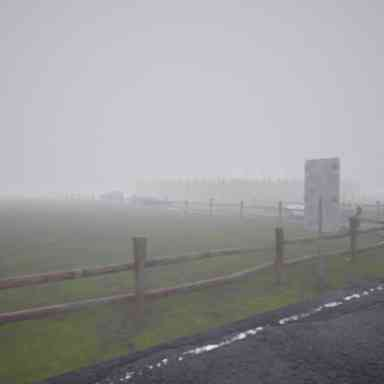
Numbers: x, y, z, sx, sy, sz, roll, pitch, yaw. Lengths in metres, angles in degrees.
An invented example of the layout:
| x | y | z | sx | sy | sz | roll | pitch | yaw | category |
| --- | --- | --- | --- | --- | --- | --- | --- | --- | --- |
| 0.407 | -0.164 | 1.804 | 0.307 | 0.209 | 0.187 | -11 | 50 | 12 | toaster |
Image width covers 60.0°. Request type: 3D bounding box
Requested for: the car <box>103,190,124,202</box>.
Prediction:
| x | y | z | sx | sy | sz | roll | pitch | yaw | category |
| --- | --- | --- | --- | --- | --- | --- | --- | --- | --- |
| -14.172 | 0.659 | 60.338 | 2.150 | 2.045 | 5.566 | 1 | 0 | -36 | car |

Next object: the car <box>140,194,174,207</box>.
| x | y | z | sx | sy | sz | roll | pitch | yaw | category |
| --- | --- | --- | --- | --- | --- | --- | --- | --- | --- |
| -4.260 | 1.217 | 41.661 | 1.895 | 1.301 | 4.718 | 1 | 0 | -36 | car |

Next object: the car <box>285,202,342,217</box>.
| x | y | z | sx | sy | sz | roll | pitch | yaw | category |
| --- | --- | --- | --- | --- | --- | --- | --- | --- | --- |
| 9.773 | 1.385 | 27.002 | 1.812 | 1.442 | 4.674 | 1 | 0 | -36 | car |

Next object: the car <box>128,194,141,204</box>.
| x | y | z | sx | sy | sz | roll | pitch | yaw | category |
| --- | --- | --- | --- | --- | --- | --- | --- | --- | --- |
| -8.313 | 1.046 | 52.272 | 1.837 | 1.490 | 4.892 | 1 | 0 | -35 | car |
